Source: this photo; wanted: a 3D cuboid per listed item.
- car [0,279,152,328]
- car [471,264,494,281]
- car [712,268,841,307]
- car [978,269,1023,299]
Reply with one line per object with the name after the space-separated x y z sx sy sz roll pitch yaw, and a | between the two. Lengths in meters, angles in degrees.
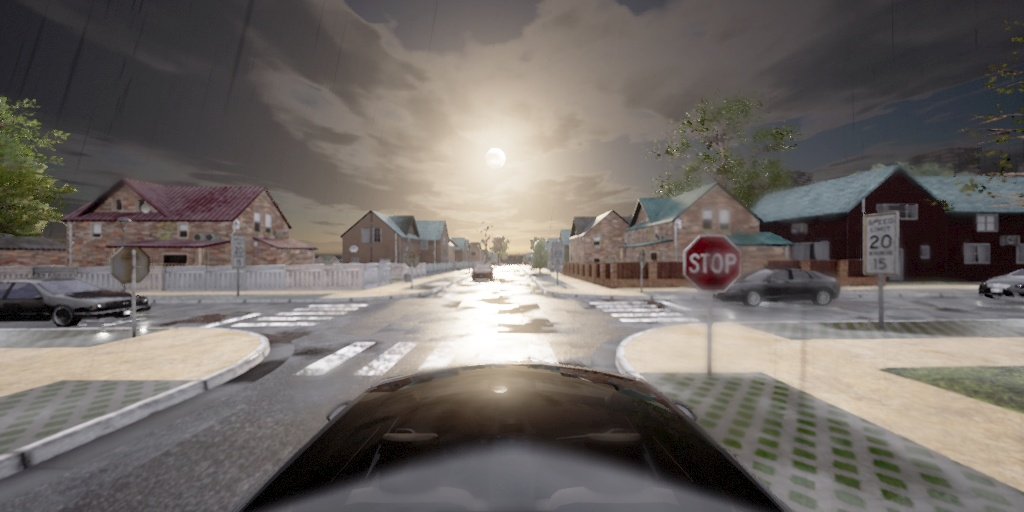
-15.085 1.452 11.554 5.357 1.411 2.033 0 0 -1 | car
-2.694 1.501 33.908 1.882 1.535 5.008 0 0 0 | car
10.944 1.268 15.086 4.892 1.490 1.837 -1 0 -2 | car
23.256 1.194 15.460 4.902 1.511 2.128 -1 0 -2 | car
